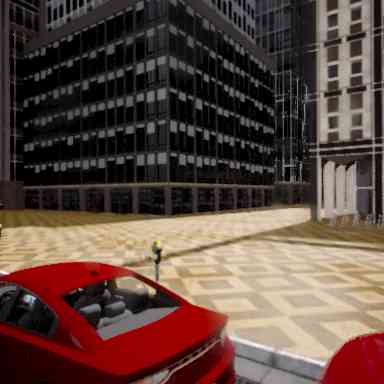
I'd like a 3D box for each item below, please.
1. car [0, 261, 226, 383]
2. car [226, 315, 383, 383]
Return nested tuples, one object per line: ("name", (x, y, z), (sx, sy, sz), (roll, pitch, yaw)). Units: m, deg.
("car", (-1.678, 1.549, 4.076), (4.507, 1.381, 1.887), (0, 0, 36))
("car", (2.832, 1.313, 0.860), (5.009, 1.841, 2.192), (0, 0, 36))
